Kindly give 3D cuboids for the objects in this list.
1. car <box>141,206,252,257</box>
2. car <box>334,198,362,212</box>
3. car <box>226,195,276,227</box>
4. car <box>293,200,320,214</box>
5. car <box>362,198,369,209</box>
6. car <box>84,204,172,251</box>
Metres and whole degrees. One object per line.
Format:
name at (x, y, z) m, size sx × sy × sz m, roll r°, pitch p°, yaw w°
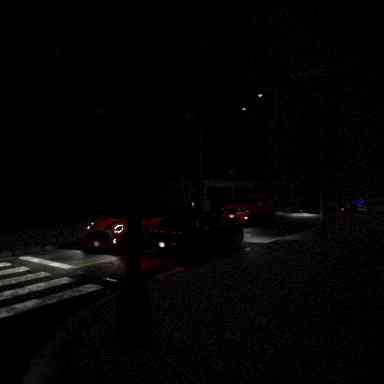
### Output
car at (0.370, 1.510, 13.133) m, size 1.837 × 1.490 × 4.892 m, roll 0°, pitch 0°, yaw 35°
car at (17.831, 1.605, 38.350) m, size 1.895 × 1.301 × 4.718 m, roll 0°, pitch 0°, yaw 35°
car at (4.115, 1.216, 23.572) m, size 2.150 × 2.045 × 5.566 m, roll 0°, pitch 0°, yaw 35°
car at (12.625, 1.538, 35.870) m, size 2.033 × 1.411 × 5.357 m, roll 0°, pitch 0°, yaw 35°
car at (23.574, 1.537, 46.751) m, size 1.812 × 1.442 × 4.674 m, roll 0°, pitch 0°, yaw 35°
car at (-2.309, 1.345, 14.217) m, size 2.097 × 1.767 × 4.553 m, roll 0°, pitch 0°, yaw 34°
